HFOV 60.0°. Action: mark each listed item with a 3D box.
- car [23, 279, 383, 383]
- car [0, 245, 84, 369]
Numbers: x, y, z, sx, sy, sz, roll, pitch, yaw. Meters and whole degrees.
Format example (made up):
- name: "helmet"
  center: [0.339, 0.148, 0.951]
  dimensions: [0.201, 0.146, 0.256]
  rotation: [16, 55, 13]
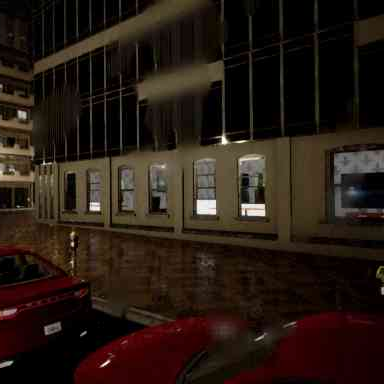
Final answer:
- name: "car"
  center: [1.047, 1.545, 2.137]
  dimensions: [4.507, 1.381, 1.887]
  rotation: [0, -1, 35]
- name: "car"
  center: [-3.528, 1.546, 5.396]
  dimensions: [4.507, 1.381, 1.887]
  rotation: [0, -1, 35]
